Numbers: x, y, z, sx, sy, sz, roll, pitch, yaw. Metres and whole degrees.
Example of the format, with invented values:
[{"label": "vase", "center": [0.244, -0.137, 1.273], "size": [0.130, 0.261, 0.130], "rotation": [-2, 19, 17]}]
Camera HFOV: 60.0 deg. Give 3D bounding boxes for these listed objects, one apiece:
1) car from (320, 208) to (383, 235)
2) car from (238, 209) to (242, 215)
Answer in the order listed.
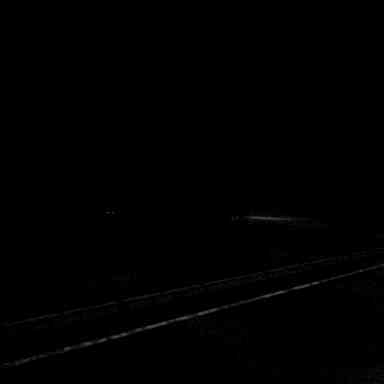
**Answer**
[{"label": "car", "center": [10.057, 1.633, 19.492], "size": [1.895, 1.301, 4.718], "rotation": [0, 0, -31]}, {"label": "car", "center": [2.921, 1.724, 34.438], "size": [2.128, 1.511, 4.902], "rotation": [0, -1, -42]}]
